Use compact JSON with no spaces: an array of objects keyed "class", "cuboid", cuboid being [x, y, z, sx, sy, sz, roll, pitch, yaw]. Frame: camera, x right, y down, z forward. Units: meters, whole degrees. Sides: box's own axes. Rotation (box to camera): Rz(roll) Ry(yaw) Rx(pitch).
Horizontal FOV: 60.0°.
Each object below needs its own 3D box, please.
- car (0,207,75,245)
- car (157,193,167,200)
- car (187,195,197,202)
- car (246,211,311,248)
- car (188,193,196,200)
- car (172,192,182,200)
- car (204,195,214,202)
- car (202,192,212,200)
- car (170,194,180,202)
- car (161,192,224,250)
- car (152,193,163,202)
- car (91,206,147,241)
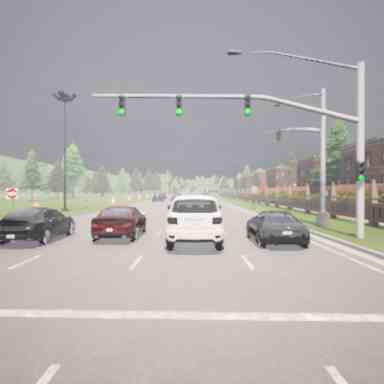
[{"class":"car","cuboid":[-6.899,1.442,15.119,1.837,1.490,4.892,0,0,0]},{"class":"car","cuboid":[-6.993,1.006,78.690,1.837,1.490,4.892,0,0,0]},{"class":"car","cuboid":[0.006,1.261,68.270,2.033,1.411,5.357,0,0,0]},{"class":"car","cuboid":[3.599,1.503,14.529,1.994,1.385,4.181,0,0,0]},{"class":"car","cuboid":[0.007,1.046,78.689,2.033,1.411,5.357,0,0,0]},{"class":"car","cuboid":[-3.493,0.861,78.659,2.097,1.767,4.553,0,0,0]},{"class":"car","cuboid":[3.506,1.309,68.717,1.895,1.301,4.718,0,0,0]},{"class":"car","cuboid":[3.507,0.861,78.658,2.097,1.767,4.553,0,0,0]},{"class":"car","cuboid":[-3.494,1.236,68.687,1.812,1.442,4.674,0,0,0]},{"class":"car","cuboid":[0.100,1.163,14.215,2.150,2.045,5.566,0,0,0]},{"class":"car","cuboid":[-6.994,1.064,68.657,2.097,1.767,4.553,0,0,0]},{"class":"car","cuboid":[-3.399,1.410,16.172,1.882,1.535,5.008,0,0,0]}]
